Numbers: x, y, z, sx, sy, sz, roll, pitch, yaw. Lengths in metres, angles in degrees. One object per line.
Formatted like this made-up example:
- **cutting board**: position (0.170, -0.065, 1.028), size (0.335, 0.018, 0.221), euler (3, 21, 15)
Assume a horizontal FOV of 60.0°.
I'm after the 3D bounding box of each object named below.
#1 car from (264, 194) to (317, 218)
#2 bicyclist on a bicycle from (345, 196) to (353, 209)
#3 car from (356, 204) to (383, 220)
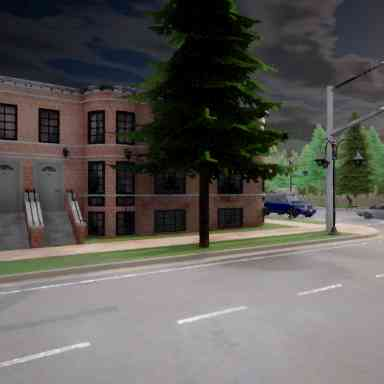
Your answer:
- **car**: position (8.534, 1.221, 30.218), size (2.150, 2.045, 5.566), euler (0, 0, -31)
- **bicyclist on a bicycle**: position (19.180, 1.301, 40.651), size (1.656, 1.620, 0.582), euler (0, 0, -31)
- **car**: position (15.358, 1.601, 25.590), size (1.895, 1.301, 4.718), euler (0, 0, -31)
